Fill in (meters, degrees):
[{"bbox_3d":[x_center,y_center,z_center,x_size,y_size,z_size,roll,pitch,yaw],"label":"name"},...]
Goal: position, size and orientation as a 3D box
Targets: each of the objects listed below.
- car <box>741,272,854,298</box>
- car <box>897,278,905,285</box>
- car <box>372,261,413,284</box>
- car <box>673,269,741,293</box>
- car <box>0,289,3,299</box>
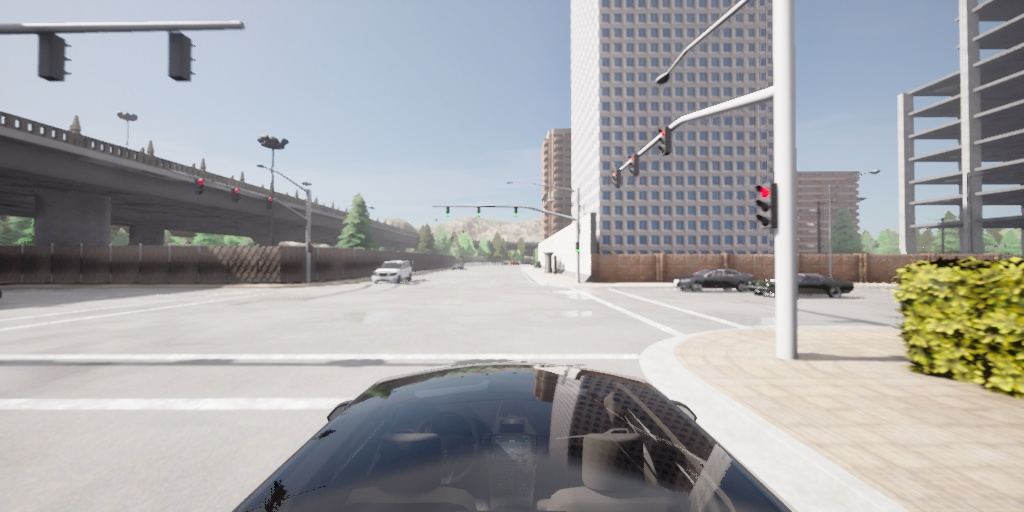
[{"bbox_3d":[15.814,1.631,19.893,4.718,1.301,1.895,0,-1,0],"label":"car"},{"bbox_3d":[28.102,1.599,23.395,4.674,1.442,1.812,0,-1,0],"label":"car"},{"bbox_3d":[-10.493,1.458,31.889,2.150,2.045,5.566,0,1,0],"label":"car"},{"bbox_3d":[13.095,1.564,23.390,4.902,1.511,2.128,0,-1,0],"label":"car"},{"bbox_3d":[-26.182,1.474,16.120,4.902,1.511,2.128,0,-1,0],"label":"car"}]
